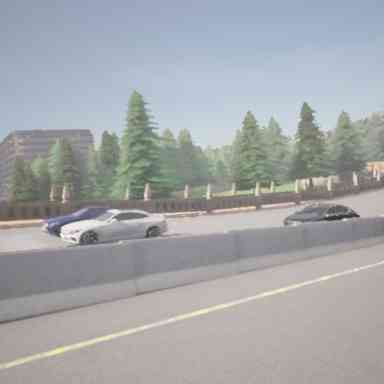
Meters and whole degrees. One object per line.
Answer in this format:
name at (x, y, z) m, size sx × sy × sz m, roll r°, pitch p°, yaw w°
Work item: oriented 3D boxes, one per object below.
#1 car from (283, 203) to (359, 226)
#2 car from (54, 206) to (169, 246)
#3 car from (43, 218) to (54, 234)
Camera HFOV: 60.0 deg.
car at (6.817, 1.370, 17.433) m, size 4.892 × 1.490 × 1.837 m, roll -1°, pitch 0°, yaw -35°
car at (-3.237, 1.477, 14.559) m, size 4.674 × 1.442 × 1.812 m, roll -1°, pitch 0°, yaw -36°
car at (-5.267, 1.477, 17.410) m, size 4.674 × 1.442 × 1.812 m, roll -1°, pitch 0°, yaw -36°
